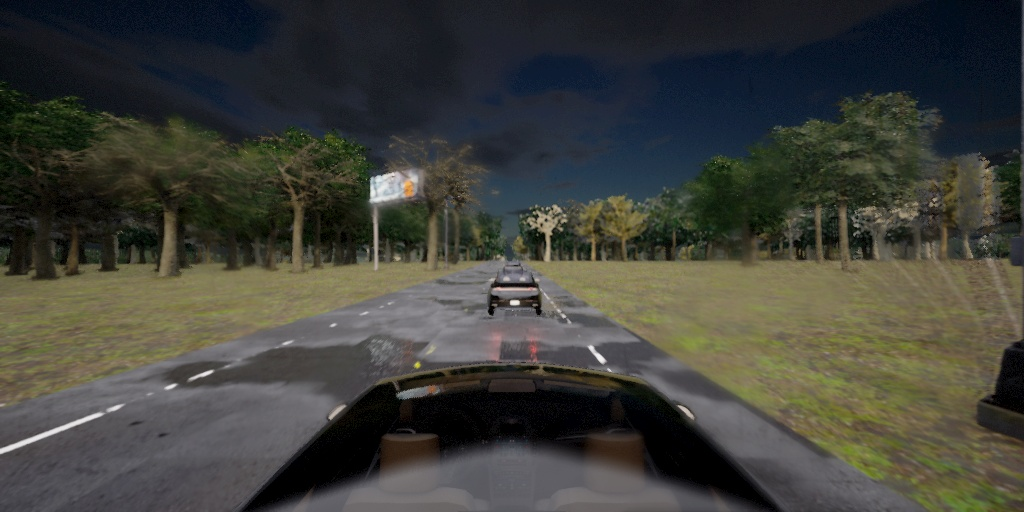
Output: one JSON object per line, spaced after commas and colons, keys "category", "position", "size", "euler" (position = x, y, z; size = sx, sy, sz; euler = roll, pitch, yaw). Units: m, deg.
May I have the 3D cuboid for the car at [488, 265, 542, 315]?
{"category": "car", "position": [0.099, 1.291, 13.930], "size": [2.128, 1.511, 4.902], "euler": [0, 0, 0]}

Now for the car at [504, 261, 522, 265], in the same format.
{"category": "car", "position": [0.106, 1.235, 35.471], "size": [2.128, 1.511, 4.902], "euler": [0, 0, 0]}
